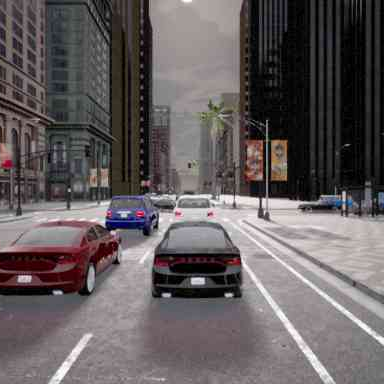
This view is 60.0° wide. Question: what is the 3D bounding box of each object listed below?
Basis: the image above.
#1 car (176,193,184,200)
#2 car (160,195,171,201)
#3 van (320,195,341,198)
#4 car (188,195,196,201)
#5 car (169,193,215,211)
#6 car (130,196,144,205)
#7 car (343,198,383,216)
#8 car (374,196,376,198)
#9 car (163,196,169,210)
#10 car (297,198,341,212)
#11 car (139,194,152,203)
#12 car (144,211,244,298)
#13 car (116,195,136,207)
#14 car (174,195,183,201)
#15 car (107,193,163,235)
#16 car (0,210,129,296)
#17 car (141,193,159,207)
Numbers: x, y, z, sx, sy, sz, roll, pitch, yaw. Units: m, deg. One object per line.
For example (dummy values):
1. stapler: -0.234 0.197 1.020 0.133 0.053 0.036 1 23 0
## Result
1. car: -3.254 1.175 91.973 2.097 1.767 4.553 0 0 0
2. car: -6.504 1.511 81.812 2.128 1.511 4.902 0 0 0
3. van: 17.064 1.307 39.730 3.998 1.788 1.690 0 0 0
4. car: -0.004 1.489 83.177 1.837 1.490 4.892 0 0 0
5. car: 0.101 1.217 18.511 2.150 2.045 5.566 0 0 0
6. car: -9.830 1.516 59.691 1.812 1.442 4.674 0 0 0
7. car: 17.069 1.542 31.206 4.403 1.369 2.008 0 0 0
8. car: 24.001 1.190 37.067 5.566 2.045 2.150 0 0 0
9. car: -1.947 1.486 37.251 2.128 1.511 4.902 -1 0 -44
10. car: 14.243 1.576 37.068 4.718 1.301 1.895 0 0 0
11. car: -9.753 1.345 69.984 2.097 1.767 4.553 0 0 0
12. car: 0.098 1.476 8.551 1.882 1.535 5.008 0 0 0
13. car: -9.876 1.344 50.320 2.097 1.767 4.553 0 0 1
14. car: -3.254 1.480 81.583 1.837 1.490 4.892 0 0 0
15. car: -3.180 1.217 18.571 2.150 2.045 5.566 0 0 2
16. car: -3.150 1.476 8.706 1.882 1.535 5.008 0 0 0
17. car: -6.593 1.212 52.765 2.150 2.045 5.566 0 0 0
